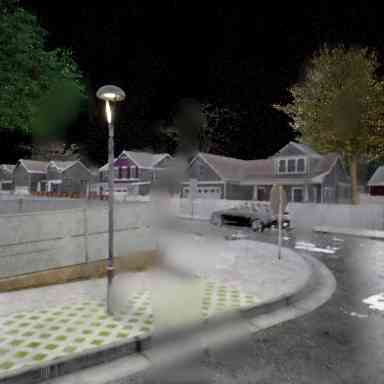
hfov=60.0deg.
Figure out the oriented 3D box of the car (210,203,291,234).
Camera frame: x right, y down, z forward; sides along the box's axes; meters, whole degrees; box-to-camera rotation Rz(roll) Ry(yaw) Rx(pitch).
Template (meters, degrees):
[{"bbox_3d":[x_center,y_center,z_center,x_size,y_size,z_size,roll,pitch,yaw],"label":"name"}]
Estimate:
[{"bbox_3d":[3.075,1.367,18.354,2.128,1.511,4.902,3,-1,-40],"label":"car"}]
